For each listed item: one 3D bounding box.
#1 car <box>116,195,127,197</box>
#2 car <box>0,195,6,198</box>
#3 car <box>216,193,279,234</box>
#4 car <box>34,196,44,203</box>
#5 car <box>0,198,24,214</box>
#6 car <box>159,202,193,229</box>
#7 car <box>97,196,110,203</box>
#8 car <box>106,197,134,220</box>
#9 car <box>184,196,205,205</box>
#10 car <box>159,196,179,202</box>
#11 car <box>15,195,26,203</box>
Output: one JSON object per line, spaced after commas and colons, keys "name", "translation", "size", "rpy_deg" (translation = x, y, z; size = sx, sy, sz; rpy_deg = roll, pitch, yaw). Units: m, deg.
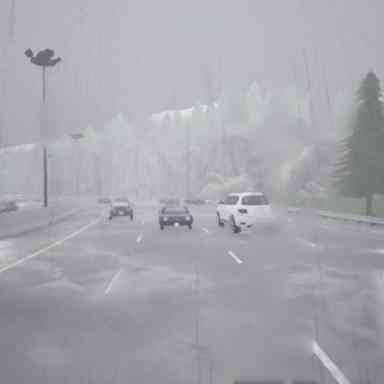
{"name": "car", "translation": [-13.910, 1.270, 65.233], "size": [2.128, 1.511, 4.902], "rpy_deg": [-1, 0, -25]}
{"name": "car", "translation": [-39.649, 1.340, 68.943], "size": [2.128, 1.511, 4.902], "rpy_deg": [-1, 0, -29]}
{"name": "car", "translation": [2.868, 1.069, 18.310], "size": [2.150, 2.045, 5.566], "rpy_deg": [0, 0, -8]}
{"name": "car", "translation": [-31.538, 1.511, 68.853], "size": [1.994, 1.385, 4.181], "rpy_deg": [-1, 0, -27]}
{"name": "car", "translation": [-17.385, 1.541, 30.632], "size": [1.837, 1.490, 4.892], "rpy_deg": [-1, 0, -12]}
{"name": "car", "translation": [-1.122, 1.511, 20.705], "size": [1.895, 1.301, 4.718], "rpy_deg": [-1, 0, -7]}
{"name": "car", "translation": [-16.528, 1.390, 62.171], "size": [1.994, 1.385, 4.181], "rpy_deg": [-1, 0, -24]}
{"name": "car", "translation": [-5.772, 1.428, 27.478], "size": [1.812, 1.442, 4.674], "rpy_deg": [-1, 0, -10]}
{"name": "car", "translation": [0.251, 1.290, 49.143], "size": [1.895, 1.301, 4.718], "rpy_deg": [-1, 0, -19]}
{"name": "car", "translation": [-3.395, 1.283, 49.190], "size": [2.033, 1.411, 5.357], "rpy_deg": [-1, 0, -21]}
{"name": "car", "translation": [-35.648, 1.455, 69.034], "size": [2.128, 1.511, 4.902], "rpy_deg": [-1, 0, -29]}
